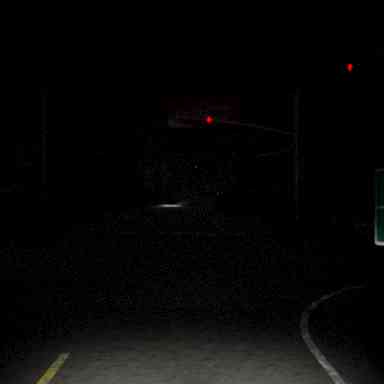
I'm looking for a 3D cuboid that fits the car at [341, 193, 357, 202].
[{"bbox_3d":[34.755,1.495,71.902,2.007,1.523,4.514,0,0,0],"label":"car"}]

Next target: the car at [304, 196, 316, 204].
[{"bbox_3d":[22.368,1.557,64.085,1.970,1.475,3.806,0,0,0],"label":"car"}]

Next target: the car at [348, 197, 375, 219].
[{"bbox_3d":[14.316,1.506,25.001,3.866,1.878,1.905,0,0,0],"label":"car"}]

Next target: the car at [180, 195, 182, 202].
[{"bbox_3d":[-3.596,1.361,73.071,2.097,1.767,4.553,0,0,0],"label":"car"}]

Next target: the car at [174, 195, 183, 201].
[{"bbox_3d":[-3.617,1.540,88.944,2.033,1.411,5.357,0,0,0],"label":"car"}]

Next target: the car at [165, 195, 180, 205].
[{"bbox_3d":[-3.660,1.568,58.437,1.994,1.385,4.181,0,0,0],"label":"car"}]

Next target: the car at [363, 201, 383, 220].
[{"bbox_3d":[18.631,1.674,30.680,4.611,1.667,2.242,0,0,0],"label":"car"}]

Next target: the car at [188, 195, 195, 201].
[{"bbox_3d":[-0.113,1.559,86.348,1.994,1.385,4.181,0,0,0],"label":"car"}]
